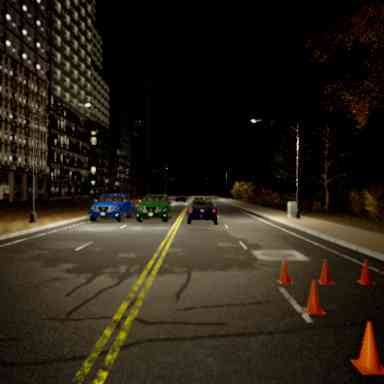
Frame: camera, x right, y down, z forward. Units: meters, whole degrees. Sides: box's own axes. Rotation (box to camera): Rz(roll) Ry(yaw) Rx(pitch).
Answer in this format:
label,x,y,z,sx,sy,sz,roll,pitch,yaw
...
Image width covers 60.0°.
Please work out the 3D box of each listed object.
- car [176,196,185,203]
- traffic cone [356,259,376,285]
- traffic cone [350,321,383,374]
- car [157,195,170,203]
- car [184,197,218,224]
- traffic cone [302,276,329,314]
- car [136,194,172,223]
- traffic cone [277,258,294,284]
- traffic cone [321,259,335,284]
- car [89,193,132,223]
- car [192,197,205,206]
label,x,y,z,sx,sy,sz,roll,pitch,yaw
car,-2.188,1.456,65.283,1.895,1.301,4.718,0,0,1
traffic cone,4.321,1.965,8.255,0.340,0.580,0.340,0,0,1
traffic cone,2.278,1.960,4.277,0.340,0.580,0.340,0,0,1
car,-5.456,1.389,64.426,1.994,1.385,4.181,0,0,1
car,0.730,1.297,24.580,2.097,1.767,4.553,0,0,1
traffic cone,2.300,1.955,6.277,0.340,0.580,0.340,0,0,1
car,-2.712,1.143,24.966,2.150,2.045,5.566,0,0,1
traffic cone,2.321,1.951,8.277,0.340,0.580,0.340,0,0,1
traffic cone,3.321,1.958,8.266,0.340,0.580,0.340,0,0,1
car,-5.959,1.120,25.137,2.150,2.045,5.566,0,0,1
car,1.018,1.448,51.634,1.994,1.385,4.181,0,0,1
